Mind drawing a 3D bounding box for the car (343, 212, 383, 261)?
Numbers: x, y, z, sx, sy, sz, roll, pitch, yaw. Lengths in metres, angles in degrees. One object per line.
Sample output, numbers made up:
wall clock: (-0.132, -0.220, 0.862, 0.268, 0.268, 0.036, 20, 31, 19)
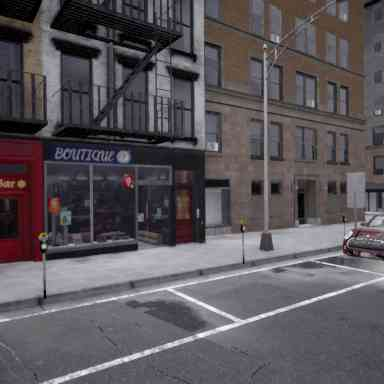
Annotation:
car: (7.043, 1.442, 11.592, 4.097, 1.590, 1.967, 0, -1, -36)

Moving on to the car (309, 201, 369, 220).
car: (13.889, 1.665, 31.754, 1.882, 1.535, 5.008, -1, 0, -37)
